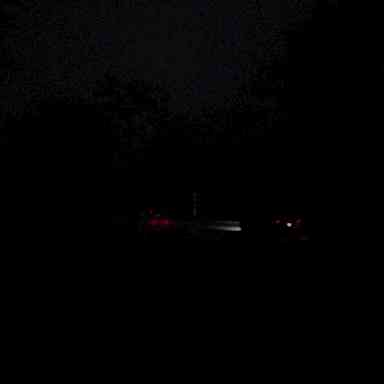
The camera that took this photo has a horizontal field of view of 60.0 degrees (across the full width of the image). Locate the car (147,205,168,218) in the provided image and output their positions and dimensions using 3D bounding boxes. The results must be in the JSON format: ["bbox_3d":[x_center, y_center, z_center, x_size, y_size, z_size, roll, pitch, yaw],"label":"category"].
[{"bbox_3d":[-3.674,1.984,34.623,1.895,1.301,4.718,0,-1,-10],"label":"car"}]

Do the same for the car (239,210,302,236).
[{"bbox_3d":[4.456,1.713,19.439,1.994,1.385,4.181,0,-1,-20],"label":"car"}]
